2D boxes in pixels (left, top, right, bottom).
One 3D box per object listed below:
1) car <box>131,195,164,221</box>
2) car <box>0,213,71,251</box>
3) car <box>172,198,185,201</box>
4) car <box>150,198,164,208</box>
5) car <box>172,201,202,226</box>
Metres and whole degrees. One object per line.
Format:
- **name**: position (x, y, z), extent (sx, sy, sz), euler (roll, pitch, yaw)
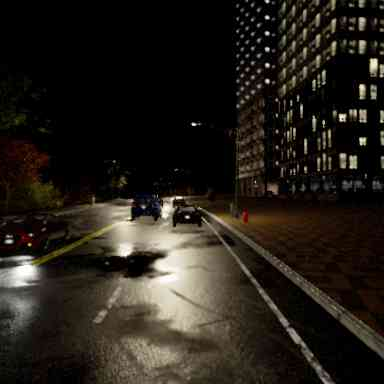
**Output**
- **car**: position (-3.802, 1.264, 28.010), extent (2.150, 2.045, 5.566), euler (0, 0, -3)
- **car**: position (-6.667, 1.606, 14.055), extent (1.994, 1.385, 4.181), euler (0, 0, -1)
- **car**: position (-2.026, 1.592, 51.152), extent (2.128, 1.511, 4.902), euler (0, 0, -5)
- **car**: position (-5.184, 1.647, 50.147), extent (2.033, 1.411, 5.357), euler (0, 0, -5)
- **car**: position (-0.380, 1.595, 23.592), extent (1.994, 1.385, 4.181), euler (0, 0, -2)
